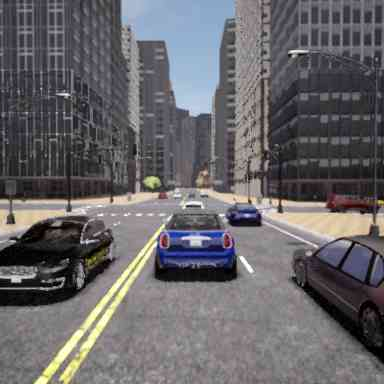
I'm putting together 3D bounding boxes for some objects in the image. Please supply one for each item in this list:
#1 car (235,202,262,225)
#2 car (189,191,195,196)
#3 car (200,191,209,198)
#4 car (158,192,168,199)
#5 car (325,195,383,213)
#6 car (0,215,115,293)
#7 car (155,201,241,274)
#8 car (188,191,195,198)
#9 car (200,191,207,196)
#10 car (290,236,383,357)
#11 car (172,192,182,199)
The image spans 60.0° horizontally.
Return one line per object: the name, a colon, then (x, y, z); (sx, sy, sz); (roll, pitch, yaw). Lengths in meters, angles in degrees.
car: (3.339, 1.368, 22.049); (1.994, 1.385, 4.181); (0, 0, 0)
car: (-0.040, 0.472, 95.020); (1.812, 1.442, 4.674); (0, 1, 0)
car: (3.215, 0.802, 85.051); (1.895, 1.301, 4.718); (0, 1, 0)
car: (-6.532, 0.796, 74.526); (1.882, 1.535, 5.008); (0, 1, 0)
car: (16.187, 1.234, 33.823); (5.009, 1.841, 2.192); (1, 1, 1)
car: (-3.349, 1.430, 8.764); (1.837, 1.490, 4.892); (0, 0, 0)
car: (0.095, 1.264, 10.420); (2.097, 1.767, 4.553); (0, 1, 0)
car: (-0.035, 0.751, 84.604); (2.033, 1.411, 5.357); (0, 1, 0)
car: (3.210, 0.472, 95.020); (1.812, 1.442, 4.674); (0, 1, 0)
car: (3.349, 1.495, 5.857); (2.033, 1.411, 5.357); (0, 0, 0)
car: (-3.282, 0.842, 74.527); (1.812, 1.442, 4.674); (0, 1, 0)
